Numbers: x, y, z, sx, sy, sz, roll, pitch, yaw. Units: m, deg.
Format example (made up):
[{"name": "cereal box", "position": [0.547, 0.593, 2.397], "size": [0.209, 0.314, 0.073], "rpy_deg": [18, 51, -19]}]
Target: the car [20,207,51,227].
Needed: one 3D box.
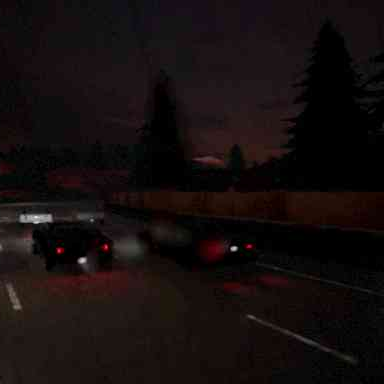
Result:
[{"name": "car", "position": [-11.003, 1.671, 23.414], "size": [1.895, 1.301, 4.718], "rpy_deg": [1, 0, -26]}]

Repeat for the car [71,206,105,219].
[{"name": "car", "position": [-7.945, 1.710, 25.120], "size": [1.895, 1.301, 4.718], "rpy_deg": [1, 0, -26]}]

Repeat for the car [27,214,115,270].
[{"name": "car", "position": [-4.254, 1.646, 11.327], "size": [1.895, 1.301, 4.718], "rpy_deg": [1, 0, -31]}]

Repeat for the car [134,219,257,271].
[{"name": "car", "position": [-0.175, 1.629, 11.358], "size": [2.033, 1.411, 5.357], "rpy_deg": [1, 0, -32]}]
